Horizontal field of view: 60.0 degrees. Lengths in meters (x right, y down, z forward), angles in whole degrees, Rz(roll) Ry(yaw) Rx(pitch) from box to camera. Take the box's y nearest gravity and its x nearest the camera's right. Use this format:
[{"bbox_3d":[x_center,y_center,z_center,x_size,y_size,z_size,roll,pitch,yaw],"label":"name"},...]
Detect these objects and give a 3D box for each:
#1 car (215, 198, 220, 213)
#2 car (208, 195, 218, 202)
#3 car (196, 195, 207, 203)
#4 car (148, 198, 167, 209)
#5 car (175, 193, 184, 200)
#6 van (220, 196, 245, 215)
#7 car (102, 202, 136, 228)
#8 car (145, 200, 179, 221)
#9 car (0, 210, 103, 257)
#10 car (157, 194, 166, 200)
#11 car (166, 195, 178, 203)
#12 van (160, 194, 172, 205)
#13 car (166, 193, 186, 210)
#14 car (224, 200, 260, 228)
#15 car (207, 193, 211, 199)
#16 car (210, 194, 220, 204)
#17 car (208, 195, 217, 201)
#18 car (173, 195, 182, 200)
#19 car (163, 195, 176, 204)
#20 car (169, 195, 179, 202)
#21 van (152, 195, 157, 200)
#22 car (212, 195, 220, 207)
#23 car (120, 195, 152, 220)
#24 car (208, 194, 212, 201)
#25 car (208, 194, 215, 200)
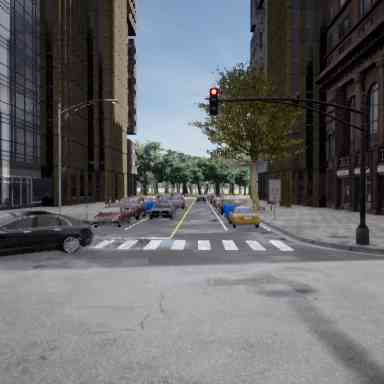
[{"bbox_3d":[3.641,1.531,33.090,1.947,1.339,4.313,-1,0,1],"label":"car"},{"bbox_3d":[4.653,1.415,72.830,2.008,1.369,4.403,-1,0,1],"label":"car"},{"bbox_3d":[1.820,1.389,65.877,1.837,1.490,4.892,0,0,1],"label":"car"},{"bbox_3d":[-4.592,1.491,44.655,2.008,1.369,4.403,-1,0,1],"label":"car"},{"bbox_3d":[-3.438,1.128,90.076,2.192,1.841,5.009,0,0,1],"label":"car"},{"bbox_3d":[3.494,1.316,27.412,1.690,1.788,3.998,-1,0,1],"label":"van"},{"bbox_3d":[-5.170,1.565,21.942,1.802,1.307,4.206,-1,0,1],"label":"car"},{"bbox_3d":[-2.358,1.576,27.486,1.895,1.301,4.718,0,0,1],"label":"car"},{"bbox_3d":[-5.871,1.442,11.478,4.892,1.490,1.837,1,2,-41],"label":"car"},{"bbox_3d":[-4.739,1.269,38.976,2.192,1.841,5.009,-1,0,1],"label":"car"},{"bbox_3d":[-4.014,1.425,67.365,1.887,1.381,4.507,0,0,1],"label":"car"},{"bbox_3d":[-4.305,1.252,56.010,1.690,1.788,3.998,0,0,1],"label":"van"},{"bbox_3d":[-1.958,1.296,42.661,2.097,1.767,4.553,0,0,2],"label":"car"},{"bbox_3d":[3.356,1.508,21.904,1.752,1.417,4.829,-1,0,1],"label":"car"},{"bbox_3d":[4.362,1.211,61.476,2.192,1.841,5.009,-1,0,1],"label":"car"},{"bbox_3d":[4.075,1.471,50.122,1.887,1.381,4.507,-1,0,1],"label":"car"},{"bbox_3d":[4.798,1.429,78.508,1.802,1.307,4.206,0,0,1],"label":"car"},{"bbox_3d":[-3.580,1.375,84.398,1.887,1.381,4.507,0,0,1],"label":"car"},{"bbox_3d":[-4.160,1.336,61.688,1.967,1.590,4.097,0,0,1],"label":"car"},{"bbox_3d":[-3.869,1.446,73.043,1.802,1.307,4.206,0,0,1],"label":"car"},{"bbox_3d":[-4.884,1.306,33.299,1.690,1.788,3.998,-1,0,1],"label":"van"},{"bbox_3d":[3.935,1.465,44.614,1.752,1.417,4.829,-1,0,1],"label":"car"},{"bbox_3d":[-5.029,1.290,27.620,2.192,1.841,5.009,-1,0,1],"label":"car"},{"bbox_3d":[4.219,1.462,55.799,2.008,1.369,4.403,-1,0,1],"label":"car"},{"bbox_3d":[4.946,1.355,84.355,1.752,1.417,4.829,0,0,1],"label":"car"}]
